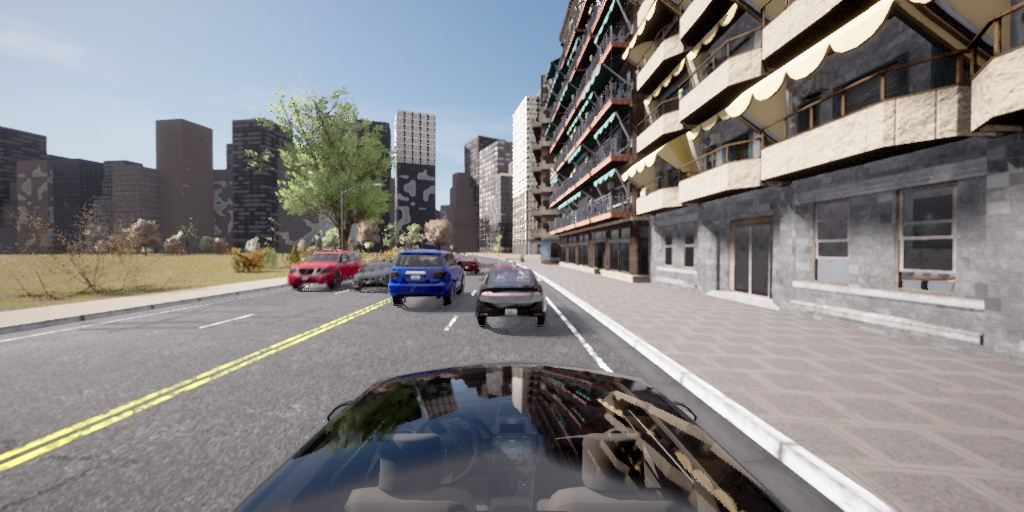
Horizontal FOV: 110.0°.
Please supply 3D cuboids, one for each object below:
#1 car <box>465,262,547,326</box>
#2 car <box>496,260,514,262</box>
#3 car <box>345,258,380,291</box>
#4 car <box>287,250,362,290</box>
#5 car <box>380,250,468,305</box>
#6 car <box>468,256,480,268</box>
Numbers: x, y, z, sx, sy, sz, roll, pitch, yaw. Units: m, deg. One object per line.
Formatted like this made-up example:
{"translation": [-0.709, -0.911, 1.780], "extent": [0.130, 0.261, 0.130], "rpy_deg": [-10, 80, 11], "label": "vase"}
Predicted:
{"translation": [-0.027, 1.104, 11.081], "extent": [2.128, 1.511, 4.902], "rpy_deg": [0, 1, 0], "label": "car"}
{"translation": [-0.563, 0.940, 29.592], "extent": [1.895, 1.301, 4.718], "rpy_deg": [0, 1, -2], "label": "car"}
{"translation": [-6.887, 0.999, 19.335], "extent": [1.837, 1.490, 4.892], "rpy_deg": [0, 0, -2], "label": "car"}
{"translation": [-10.144, 0.702, 20.177], "extent": [2.150, 2.045, 5.566], "rpy_deg": [0, 1, -2], "label": "car"}
{"translation": [-3.328, 0.778, 14.857], "extent": [2.150, 2.045, 5.566], "rpy_deg": [0, 1, -1], "label": "car"}
{"translation": [-3.960, 0.772, 32.711], "extent": [1.882, 1.535, 5.008], "rpy_deg": [0, 1, -3], "label": "car"}
